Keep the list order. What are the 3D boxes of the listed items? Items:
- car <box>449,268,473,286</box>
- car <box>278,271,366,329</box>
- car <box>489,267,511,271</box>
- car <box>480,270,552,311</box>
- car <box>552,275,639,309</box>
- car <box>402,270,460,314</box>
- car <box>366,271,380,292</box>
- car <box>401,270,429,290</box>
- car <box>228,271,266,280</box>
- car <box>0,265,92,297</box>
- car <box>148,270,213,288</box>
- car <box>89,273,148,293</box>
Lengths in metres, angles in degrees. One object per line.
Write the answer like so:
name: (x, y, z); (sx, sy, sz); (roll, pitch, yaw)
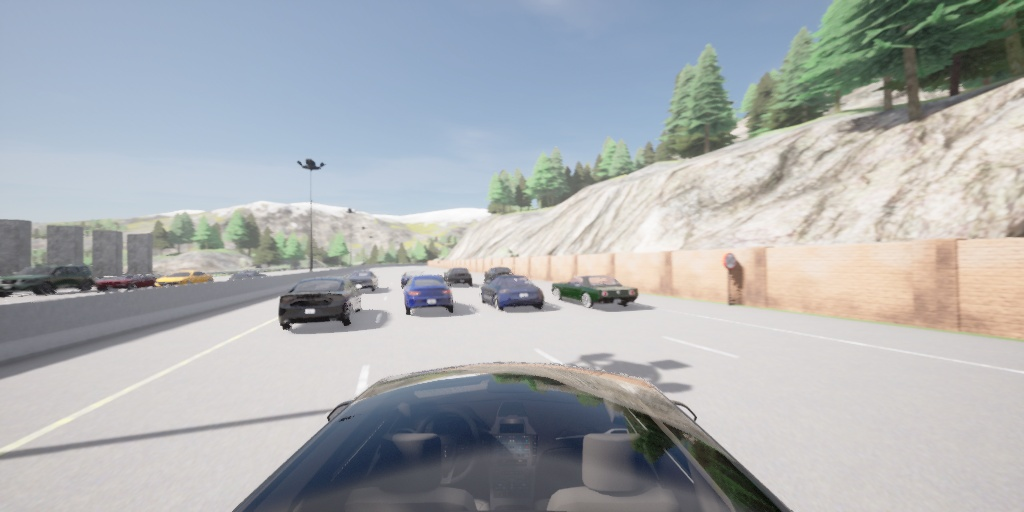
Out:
car: (-4.485, 1.698, 29.665); (1.837, 1.490, 4.892); (0, 0, -17)
car: (-6.428, 1.452, 12.481); (1.882, 1.535, 5.008); (0, -1, -17)
car: (-1.145, 1.674, 30.712); (1.837, 1.490, 4.892); (0, 0, -17)
car: (-0.120, 1.513, 15.777); (1.994, 1.385, 4.181); (0, -1, -17)
car: (3.452, 1.512, 16.068); (1.895, 1.301, 4.718); (0, -1, -17)
car: (-3.569, 1.503, 15.088); (1.812, 1.442, 4.674); (0, -1, -17)
car: (-10.534, 1.750, 25.470); (2.033, 1.411, 5.357); (0, -1, -17)
car: (-7.642, 1.806, 28.014); (1.895, 1.301, 4.718); (0, -1, -17)
car: (-23.815, 2.015, 32.369); (1.994, 1.385, 4.181); (0, -1, -16)
car: (-32.507, 1.672, 25.161); (2.150, 2.045, 5.566); (0, -1, -17)
car: (-26.429, 1.914, 29.076); (1.882, 1.535, 5.008); (0, 0, -16)
car: (-29.725, 2.060, 28.047); (1.895, 1.301, 4.718); (0, -1, -17)
